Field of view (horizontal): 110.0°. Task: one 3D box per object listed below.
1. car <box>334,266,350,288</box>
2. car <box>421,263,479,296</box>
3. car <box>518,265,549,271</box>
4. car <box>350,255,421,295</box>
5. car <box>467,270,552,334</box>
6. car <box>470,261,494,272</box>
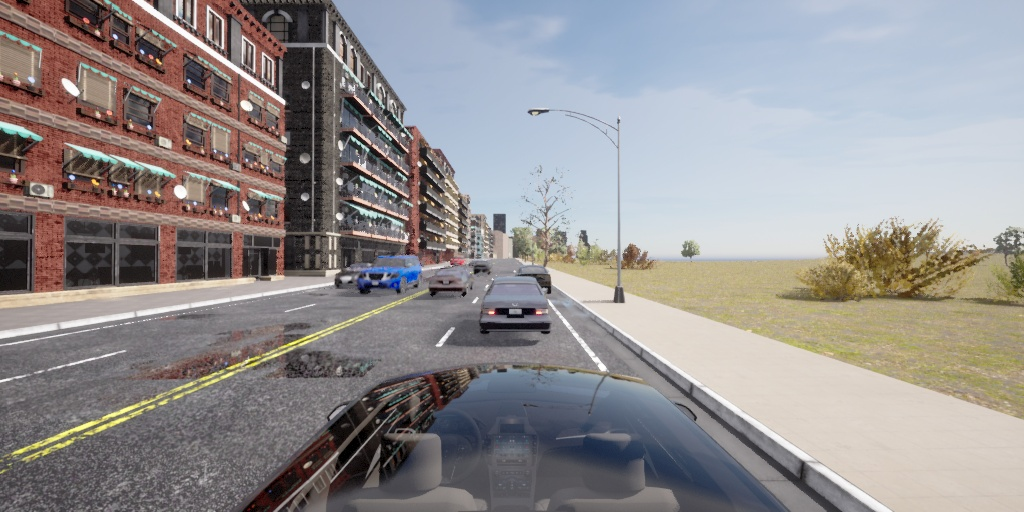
[{"bbox_3d":[-9.873,1.243,23.663,2.128,1.511,4.902,0,0,0],"label":"car"},{"bbox_3d":[-3.171,1.299,19.506,2.033,1.411,5.357,0,0,-1],"label":"car"},{"bbox_3d":[1.118,1.230,20.350,1.882,1.535,5.008,0,0,0],"label":"car"},{"bbox_3d":[-6.619,0.973,20.096,2.150,2.045,5.566,0,0,0],"label":"car"},{"bbox_3d":[0.093,1.299,10.586,2.033,1.411,5.357,0,0,0],"label":"car"},{"bbox_3d":[-3.189,1.258,39.688,1.837,1.490,4.892,0,1,0],"label":"car"}]
